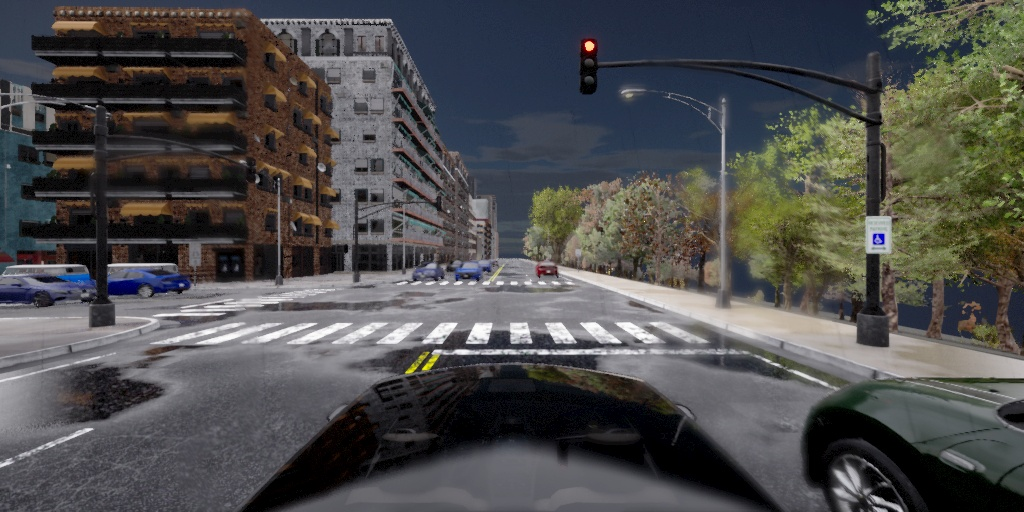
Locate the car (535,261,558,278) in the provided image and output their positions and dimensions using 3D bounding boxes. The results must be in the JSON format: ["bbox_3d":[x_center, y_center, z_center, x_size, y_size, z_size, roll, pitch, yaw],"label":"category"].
[{"bbox_3d":[3.248,1.230,34.267,1.882,1.535,5.008,0,0,0],"label":"car"}]

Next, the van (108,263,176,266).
[{"bbox_3d":[-22.783,1.351,21.946,3.998,1.789,1.690,0,0,-1],"label":"van"}]

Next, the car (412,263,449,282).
[{"bbox_3d":[-6.685,1.278,29.121,1.812,1.442,4.674,0,0,0],"label":"car"}]

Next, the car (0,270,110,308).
[{"bbox_3d":[-21.641,1.544,16.173,4.674,1.442,1.812,-1,0,-1],"label":"car"}]

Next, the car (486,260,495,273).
[{"bbox_3d":[-3.480,1.234,43.418,1.882,1.535,5.008,0,0,0],"label":"car"}]

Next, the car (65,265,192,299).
[{"bbox_3d":[-20.394,1.466,19.422,5.008,1.535,1.882,-1,0,-1],"label":"car"}]

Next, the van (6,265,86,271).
[{"bbox_3d":[-28.384,1.424,21.851,3.998,1.789,1.690,0,0,-1],"label":"van"}]

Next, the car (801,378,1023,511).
[{"bbox_3d":[3.352,1.103,0.954,2.097,1.767,4.553,0,0,0],"label":"car"}]

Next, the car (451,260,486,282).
[{"bbox_3d":[-3.441,1.231,29.281,1.882,1.535,5.008,0,0,0],"label":"car"}]

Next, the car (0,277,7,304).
[{"bbox_3d":[-22.669,1.624,13.600,4.207,1.307,1.802,0,0,-1],"label":"car"}]

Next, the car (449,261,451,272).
[{"bbox_3d":[-6.729,1.261,43.132,1.837,1.490,4.892,0,0,0],"label":"car"}]
